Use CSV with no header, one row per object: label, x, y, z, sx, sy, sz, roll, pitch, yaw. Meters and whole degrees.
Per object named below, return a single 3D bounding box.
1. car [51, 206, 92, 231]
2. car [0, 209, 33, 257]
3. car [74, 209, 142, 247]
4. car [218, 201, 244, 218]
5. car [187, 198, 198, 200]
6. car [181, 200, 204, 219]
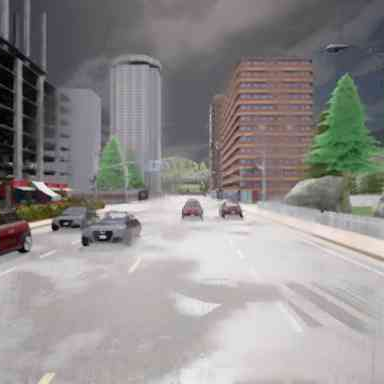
car,-7.065,1.597,20.625,1.994,1.385,4.181,0,0,0
car,-7.091,1.370,10.696,2.097,1.767,4.553,0,0,0
car,-3.514,1.589,15.137,1.994,1.385,4.181,0,0,1
car,3.559,1.575,30.873,1.812,1.442,4.674,0,0,0
car,0.079,1.573,42.354,1.837,1.490,4.892,0,0,0
car,0.055,1.649,29.840,1.895,1.301,4.718,0,0,0
